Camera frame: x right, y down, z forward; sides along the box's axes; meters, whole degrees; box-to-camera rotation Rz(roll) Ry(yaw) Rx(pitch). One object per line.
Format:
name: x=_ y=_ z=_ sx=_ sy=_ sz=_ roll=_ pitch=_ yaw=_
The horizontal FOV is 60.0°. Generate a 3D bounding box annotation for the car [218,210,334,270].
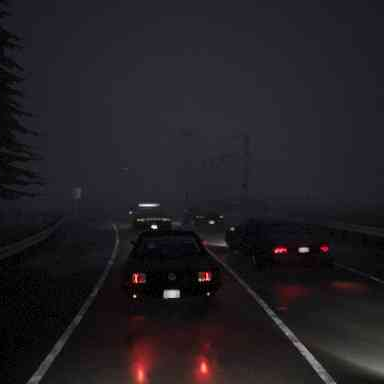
car: x=2.536 y=1.547 z=11.097 sx=2.033 sy=1.411 sz=5.357 roll=0 pitch=0 yaw=-8

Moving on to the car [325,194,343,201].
car: x=37.024 y=1.323 z=86.764 sx=4.553 sy=1.767 sz=2.097 roll=0 pitch=0 yaw=-35

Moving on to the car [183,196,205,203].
car: x=0.348 y=1.551 z=70.165 sx=4.181 sy=1.385 sz=1.994 roll=0 pitch=0 yaw=-21

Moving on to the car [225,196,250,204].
car: x=8.989 y=1.524 z=65.987 sx=4.674 sy=1.442 sz=1.812 roll=0 pitch=0 yaw=-20

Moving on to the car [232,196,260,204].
car: x=10.156 y=1.503 z=62.716 sx=4.892 sy=1.490 sz=1.837 roll=0 pitch=0 yaw=-20

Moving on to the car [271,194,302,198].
car: x=18.684 y=1.524 z=65.857 sx=4.674 sy=1.442 sz=1.812 roll=0 pitch=0 yaw=-20

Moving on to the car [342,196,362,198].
car: x=36.442 y=1.538 z=73.661 sx=5.357 sy=1.411 sz=2.033 roll=0 pitch=0 yaw=-31

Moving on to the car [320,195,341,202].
car: x=33.416 y=1.523 z=80.016 sx=4.902 sy=1.511 sz=2.128 roll=0 pitch=0 yaw=-31

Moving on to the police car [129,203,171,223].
police car: x=-2.357 y=1.424 z=18.111 sx=1.930 sy=1.638 sz=5.238 roll=0 pitch=0 yaw=-13

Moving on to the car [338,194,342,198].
car: x=36.159 y=1.538 z=77.621 sx=5.357 sy=1.411 sz=2.033 roll=0 pitch=0 yaw=-31

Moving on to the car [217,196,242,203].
car: x=7.813 y=1.523 z=69.230 sx=4.674 sy=1.442 sz=1.812 roll=0 pitch=0 yaw=-21

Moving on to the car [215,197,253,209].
car: x=5.747 y=1.505 z=45.917 sx=4.892 sy=1.490 sz=1.837 roll=-1 pitch=0 yaw=-21

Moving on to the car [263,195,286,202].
car: x=19.158 y=1.498 z=77.230 sx=4.892 sy=1.490 sz=1.837 roll=0 pitch=0 yaw=-21

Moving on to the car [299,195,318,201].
car: x=28.425 y=1.551 z=81.220 sx=4.181 sy=1.385 sz=1.994 roll=0 pitch=0 yaw=-27

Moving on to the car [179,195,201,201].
car: x=0.511 y=1.562 z=59.114 sx=4.181 sy=1.385 sz=1.994 roll=0 pitch=0 yaw=-21

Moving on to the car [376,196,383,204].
car: x=36.182 y=1.507 z=61.568 sx=4.902 sy=1.511 sz=2.128 roll=0 pitch=0 yaw=-27

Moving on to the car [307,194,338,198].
car: x=27.134 y=1.476 z=69.058 sx=5.008 sy=1.535 sz=1.882 roll=0 pitch=0 yaw=-21

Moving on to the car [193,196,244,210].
car: x=2.990 y=1.507 z=37.403 sx=4.892 sy=1.490 sz=1.837 roll=-1 pitch=0 yaw=-21

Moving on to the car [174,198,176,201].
car: x=-1.568 y=1.490 z=65.786 sx=4.902 sy=1.511 sz=2.128 roll=0 pitch=0 yaw=-20

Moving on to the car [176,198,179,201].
car: x=-0.045 y=1.350 z=62.645 sx=4.553 sy=1.767 sz=2.097 roll=0 pitch=0 yaw=-22

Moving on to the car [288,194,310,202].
car: x=24.295 y=1.353 z=75.471 sx=4.553 sy=1.767 sz=2.097 roll=0 pitch=0 yaw=-21

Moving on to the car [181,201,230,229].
car: x=0.581 y=1.525 z=20.862 sx=1.812 sy=1.442 sz=4.674 roll=0 pitch=0 yaw=-13

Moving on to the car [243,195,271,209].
car: x=7.307 y=1.350 z=42.763 sx=4.553 sy=1.767 sz=2.097 roll=0 pitch=0 yaw=-21

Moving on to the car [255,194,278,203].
car: x=16.237 y=1.353 z=72.394 sx=4.553 sy=1.767 sz=2.097 roll=0 pitch=0 yaw=-21

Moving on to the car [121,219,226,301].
car: x=-0.609 y=1.601 z=8.364 sx=1.895 sy=1.301 sz=4.718 roll=0 pitch=0 yaw=-6
